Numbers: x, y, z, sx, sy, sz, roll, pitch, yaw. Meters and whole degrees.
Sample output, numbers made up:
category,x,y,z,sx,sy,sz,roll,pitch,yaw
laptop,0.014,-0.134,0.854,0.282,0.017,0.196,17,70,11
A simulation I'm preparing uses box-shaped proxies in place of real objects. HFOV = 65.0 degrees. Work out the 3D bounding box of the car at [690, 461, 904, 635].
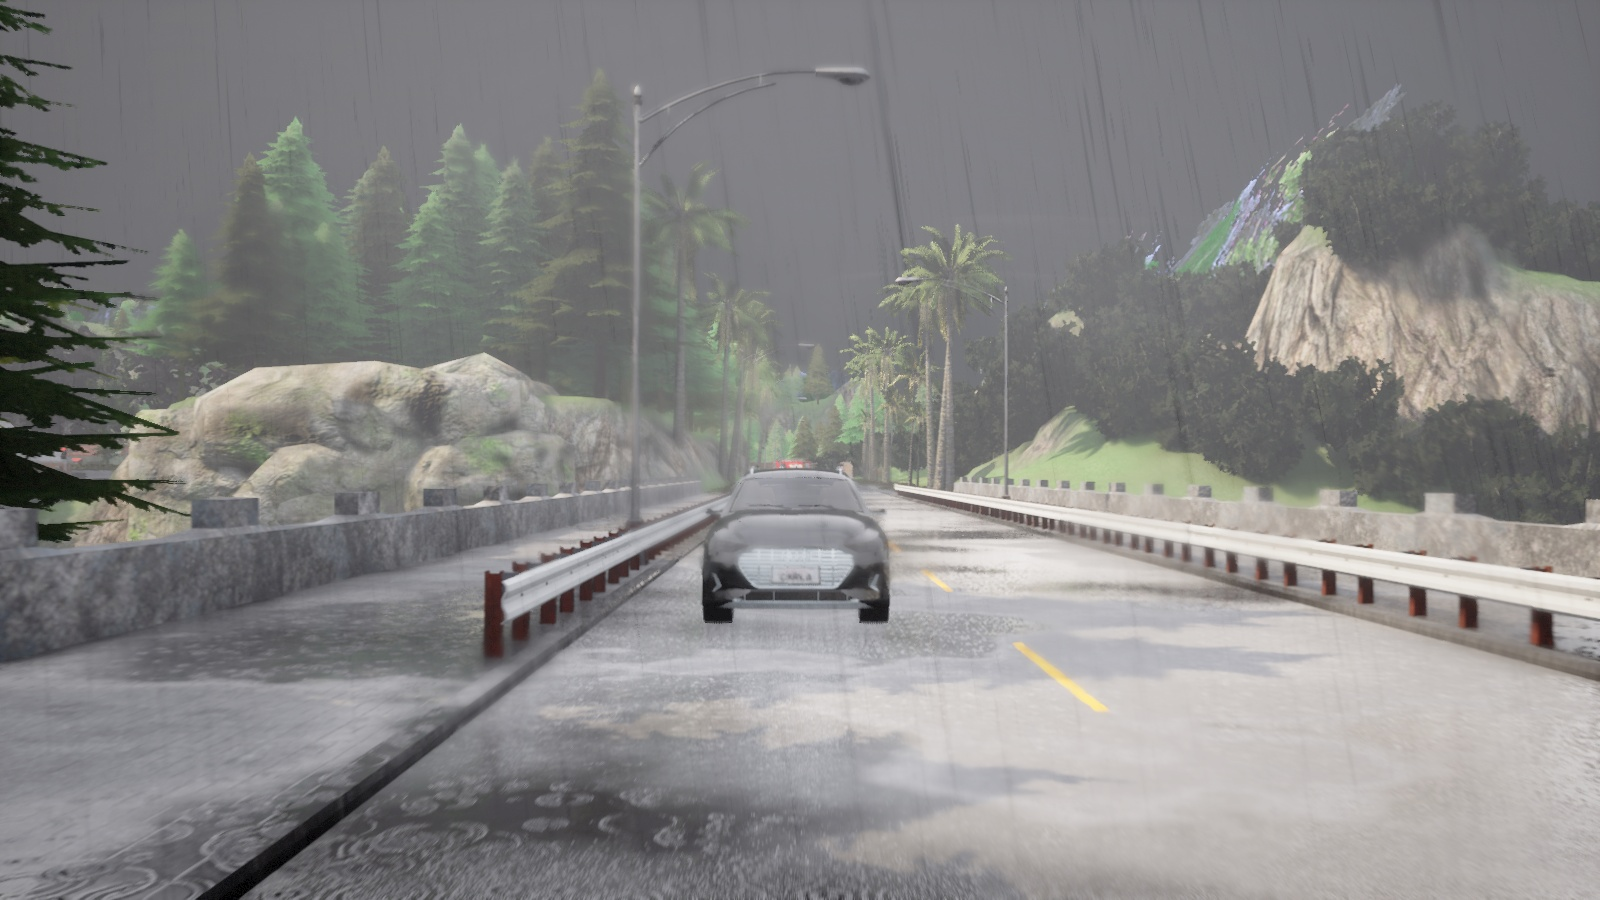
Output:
category,x,y,z,sx,sy,sz,roll,pitch,yaw
car,-0.034,0.987,14.417,2.033,1.649,4.856,0,-1,0
